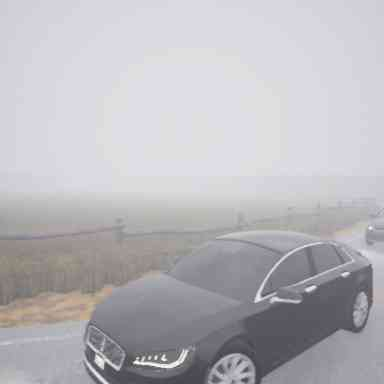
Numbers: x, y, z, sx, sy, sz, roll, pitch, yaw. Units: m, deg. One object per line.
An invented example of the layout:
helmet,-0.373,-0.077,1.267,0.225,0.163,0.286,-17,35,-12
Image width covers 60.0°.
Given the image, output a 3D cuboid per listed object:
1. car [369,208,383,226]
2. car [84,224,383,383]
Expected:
car,8.306,1.301,13.271,1.812,1.442,4.674,2,2,38
car,0.939,1.386,4.822,4.892,1.490,1.837,0,2,-41
